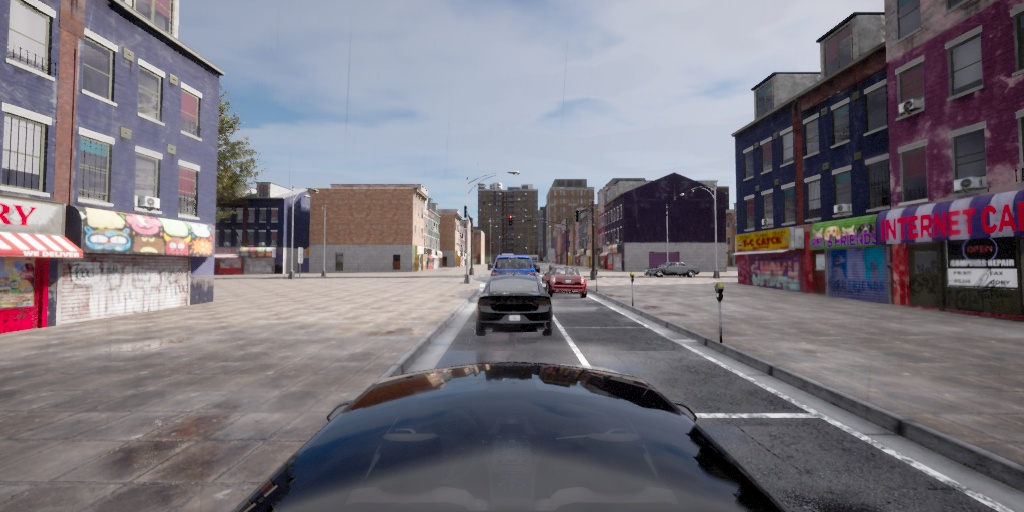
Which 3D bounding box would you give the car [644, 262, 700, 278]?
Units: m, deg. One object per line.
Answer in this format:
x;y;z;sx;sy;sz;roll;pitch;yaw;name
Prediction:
14.940;1.314;33.571;4.902;1.511;2.128;0;-2;0;car

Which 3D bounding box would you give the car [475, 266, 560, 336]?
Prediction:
0.033;1.235;10.494;1.882;1.535;5.008;0;0;-1;car

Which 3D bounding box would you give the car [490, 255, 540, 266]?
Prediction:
0.063;0.992;18.035;2.150;2.045;5.566;0;0;0;car

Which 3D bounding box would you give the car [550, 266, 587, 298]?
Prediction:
2.610;1.210;18.724;1.967;1.591;4.097;0;0;0;car
